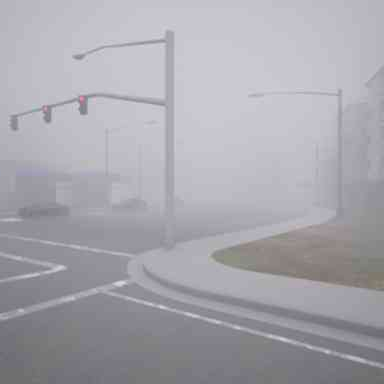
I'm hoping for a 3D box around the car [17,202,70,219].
[{"bbox_3d":[-12.745,1.521,28.818,1.994,1.385,4.181,0,0,36],"label":"car"}]

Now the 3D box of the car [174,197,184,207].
[{"bbox_3d":[-2.491,1.457,49.735,1.837,1.490,4.892,0,0,10],"label":"car"}]

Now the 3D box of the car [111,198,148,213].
[{"bbox_3d":[-6.983,1.434,37.289,1.882,1.535,5.008,0,0,28],"label":"car"}]
